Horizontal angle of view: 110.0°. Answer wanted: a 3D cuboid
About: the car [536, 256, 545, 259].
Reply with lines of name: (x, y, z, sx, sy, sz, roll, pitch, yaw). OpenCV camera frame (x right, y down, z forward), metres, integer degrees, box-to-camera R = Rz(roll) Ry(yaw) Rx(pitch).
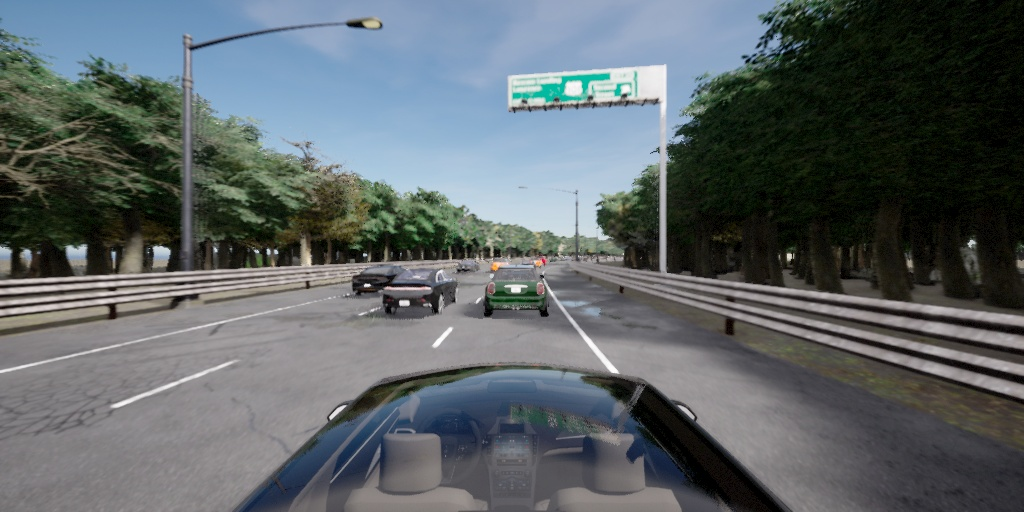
car: (4.034, 1.091, 60.816, 2.097, 1.767, 4.553, 0, 0, 8)

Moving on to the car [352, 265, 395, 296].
car: (-6.585, 1.213, 19.022, 1.882, 1.535, 5.008, 0, 0, 2)

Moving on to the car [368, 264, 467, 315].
car: (-3.251, 1.235, 13.532, 2.128, 1.511, 4.902, 0, 0, 2)

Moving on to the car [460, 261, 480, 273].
car: (-5.155, 1.278, 42.591, 2.033, 1.411, 5.357, 0, 0, 6)

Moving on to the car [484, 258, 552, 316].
car: (0.182, 1.102, 13.519, 2.097, 1.767, 4.553, 0, 0, 2)

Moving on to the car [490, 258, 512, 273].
car: (-1.319, 1.089, 44.491, 2.097, 1.767, 4.553, 0, 0, 6)
